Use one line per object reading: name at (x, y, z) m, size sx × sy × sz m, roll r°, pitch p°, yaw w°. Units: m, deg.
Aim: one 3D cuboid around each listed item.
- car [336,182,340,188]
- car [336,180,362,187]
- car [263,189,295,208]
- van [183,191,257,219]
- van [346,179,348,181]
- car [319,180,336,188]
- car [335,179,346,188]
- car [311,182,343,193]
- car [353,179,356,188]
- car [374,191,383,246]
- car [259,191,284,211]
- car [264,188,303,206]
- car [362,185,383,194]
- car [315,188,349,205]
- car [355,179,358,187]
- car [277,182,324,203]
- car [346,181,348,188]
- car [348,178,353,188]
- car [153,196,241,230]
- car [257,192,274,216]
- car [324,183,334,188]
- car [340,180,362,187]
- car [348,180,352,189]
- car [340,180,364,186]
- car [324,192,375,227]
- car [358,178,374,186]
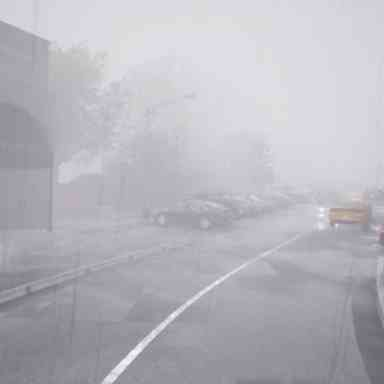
car at (19.141, -0.338, 49.987) m, size 4.792 × 1.488 × 2.163 m, roll 0°, pitch 3°, yaw 32°
car at (38.184, -2.007, 80.866) m, size 5.366 × 1.575 × 1.946 m, roll 0°, pitch 3°, yaw 32°
car at (5.829, 0.772, 28.540) m, size 4.892 × 1.521 × 2.231 m, roll 0°, pitch 3°, yaw 32°
van at (1.561, 0.912, 21.472) m, size 4.442 × 1.987 × 1.878 m, roll 0°, pitch 2°, yaw 32°
van at (24.963, -1.097, 59.499) m, size 4.442 × 1.987 × 1.878 m, roll 0°, pitch 3°, yaw 32°
car at (17.662, -0.367, 47.613) m, size 4.553 × 1.767 × 2.185 m, roll 0°, pitch 3°, yaw 32°
car at (20.612, -0.744, 52.343) m, size 5.566 × 2.045 × 2.435 m, roll 0°, pitch 3°, yaw 32°
car at (22.140, -0.744, 54.687) m, size 4.553 × 1.767 × 2.185 m, roll 0°, pitch 3°, yaw 32°
car at (29.430, -1.242, 66.445) m, size 5.008 × 1.535 × 2.097 m, roll 0°, pitch 3°, yaw 32°
car at (9.087, 1.147, 10.506) m, size 5.566 × 2.045 × 2.435 m, roll 0°, pitch 2°, yaw 32°
car at (4.413, 0.931, 26.281) m, size 4.674 × 1.452 × 2.002 m, roll 0°, pitch 3°, yaw 32°
car at (7.359, 0.641, 31.021) m, size 4.892 × 1.521 × 2.231 m, roll 0°, pitch 3°, yaw 32°
car at (20.056, 0.258, 36.739) m, size 1.994 × 1.385 × 4.181 m, roll 0°, pitch 3°, yaw 32°
car at (13.805, 0.574, 32.743) m, size 1.895 × 1.301 × 4.718 m, roll 0°, pitch 3°, yaw 32°
car at (33.922, -1.624, 73.658) m, size 4.892 × 1.521 × 2.231 m, roll 0°, pitch 3°, yaw 32°
car at (13.170, 0.016, 40.399) m, size 4.553 × 1.767 × 2.185 m, roll 0°, pitch 3°, yaw 32°
car at (23.566, -0.715, 57.092) m, size 4.792 × 1.488 × 2.163 m, roll 0°, pitch 3°, yaw 32°
car at (27.987, -1.248, 64.195) m, size 4.553 × 1.767 × 2.185 m, roll 0°, pitch 3°, yaw 32°
car at (-0.013, 1.238, 19.157) m, size 4.892 × 1.521 × 2.231 m, roll 0°, pitch 2°, yaw 32°
car at (2.935, 1.018, 23.916) m, size 4.892 × 1.521 × 2.231 m, roll 0°, pitch 3°, yaw 32°
car at (16.241, -0.085, 45.216) m, size 4.792 × 1.488 × 2.163 m, roll 0°, pitch 3°, yaw 32°
car at (39.793, -2.099, 83.153) m, size 4.792 × 1.488 × 2.163 m, roll 0°, pitch 3°, yaw 32°
car at (26.544, -0.956, 61.816) m, size 4.674 × 1.452 × 2.002 m, roll 0°, pitch 3°, yaw 32°
car at (41.135, -2.259, 85.605) m, size 5.366 × 1.575 × 1.946 m, roll 0°, pitch 3°, yaw 32°
car at (9.415, 1.080, 19.640) m, size 1.882 × 1.535 × 5.008 m, roll 0°, pitch 3°, yaw 32°
car at (35.964, -1.921, 68.146) m, size 2.150 × 2.045 × 5.566 m, roll 0°, pitch 3°, yaw 32°
